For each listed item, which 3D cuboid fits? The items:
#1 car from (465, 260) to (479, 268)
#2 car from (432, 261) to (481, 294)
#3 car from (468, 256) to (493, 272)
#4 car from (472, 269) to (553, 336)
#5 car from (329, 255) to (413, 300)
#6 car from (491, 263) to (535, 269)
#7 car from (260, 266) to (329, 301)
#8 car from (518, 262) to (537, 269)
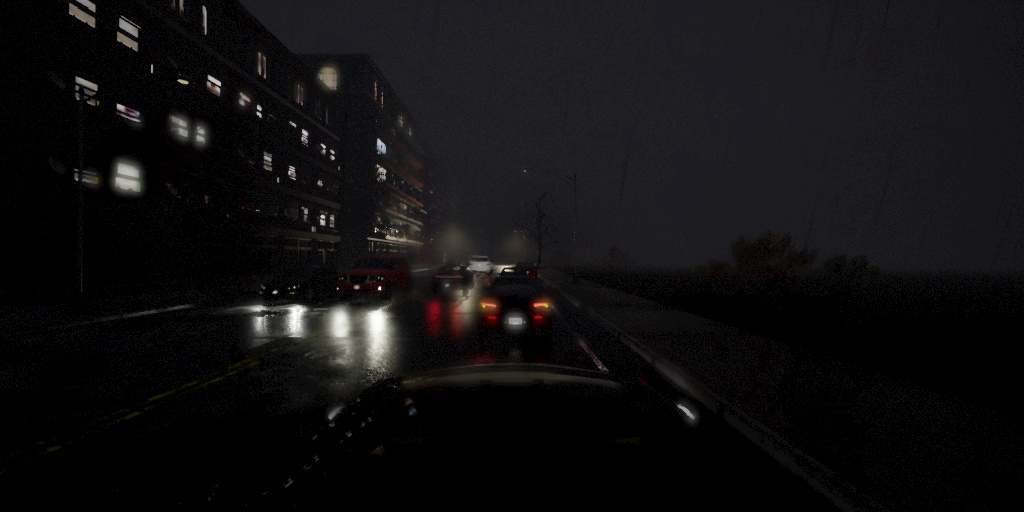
[{"bbox_3d":[-6.707,1.352,60.413,1.895,1.301,4.718,0,0,0],"label":"car"},{"bbox_3d":[-3.192,1.243,20.111,2.128,1.511,4.902,0,0,0],"label":"car"},{"bbox_3d":[-3.230,0.977,38.339,2.150,2.045,5.566,0,0,0],"label":"car"},{"bbox_3d":[0.073,1.277,10.250,1.812,1.442,4.674,0,0,0],"label":"car"},{"bbox_3d":[-6.637,0.974,18.081,2.150,2.045,5.566,0,0,0],"label":"car"},{"bbox_3d":[0.060,1.317,20.417,1.994,1.385,4.181,0,0,0],"label":"car"},{"bbox_3d":[-9.886,1.257,17.365,1.837,1.490,4.892,0,0,0],"label":"car"},{"bbox_3d":[1.075,1.231,29.945,1.882,1.535,5.008,0,0,0],"label":"car"}]
